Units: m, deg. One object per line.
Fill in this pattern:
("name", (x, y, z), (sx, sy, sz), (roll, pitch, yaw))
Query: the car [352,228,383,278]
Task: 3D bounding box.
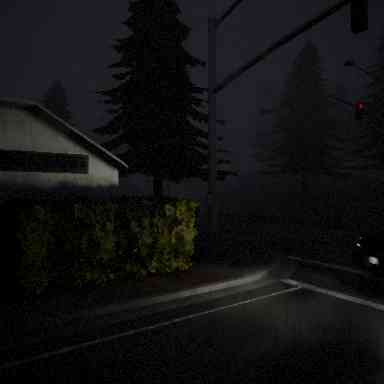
("car", (6.879, 1.218, 8.255), (5.566, 2.045, 2.150), (0, -1, -12))
